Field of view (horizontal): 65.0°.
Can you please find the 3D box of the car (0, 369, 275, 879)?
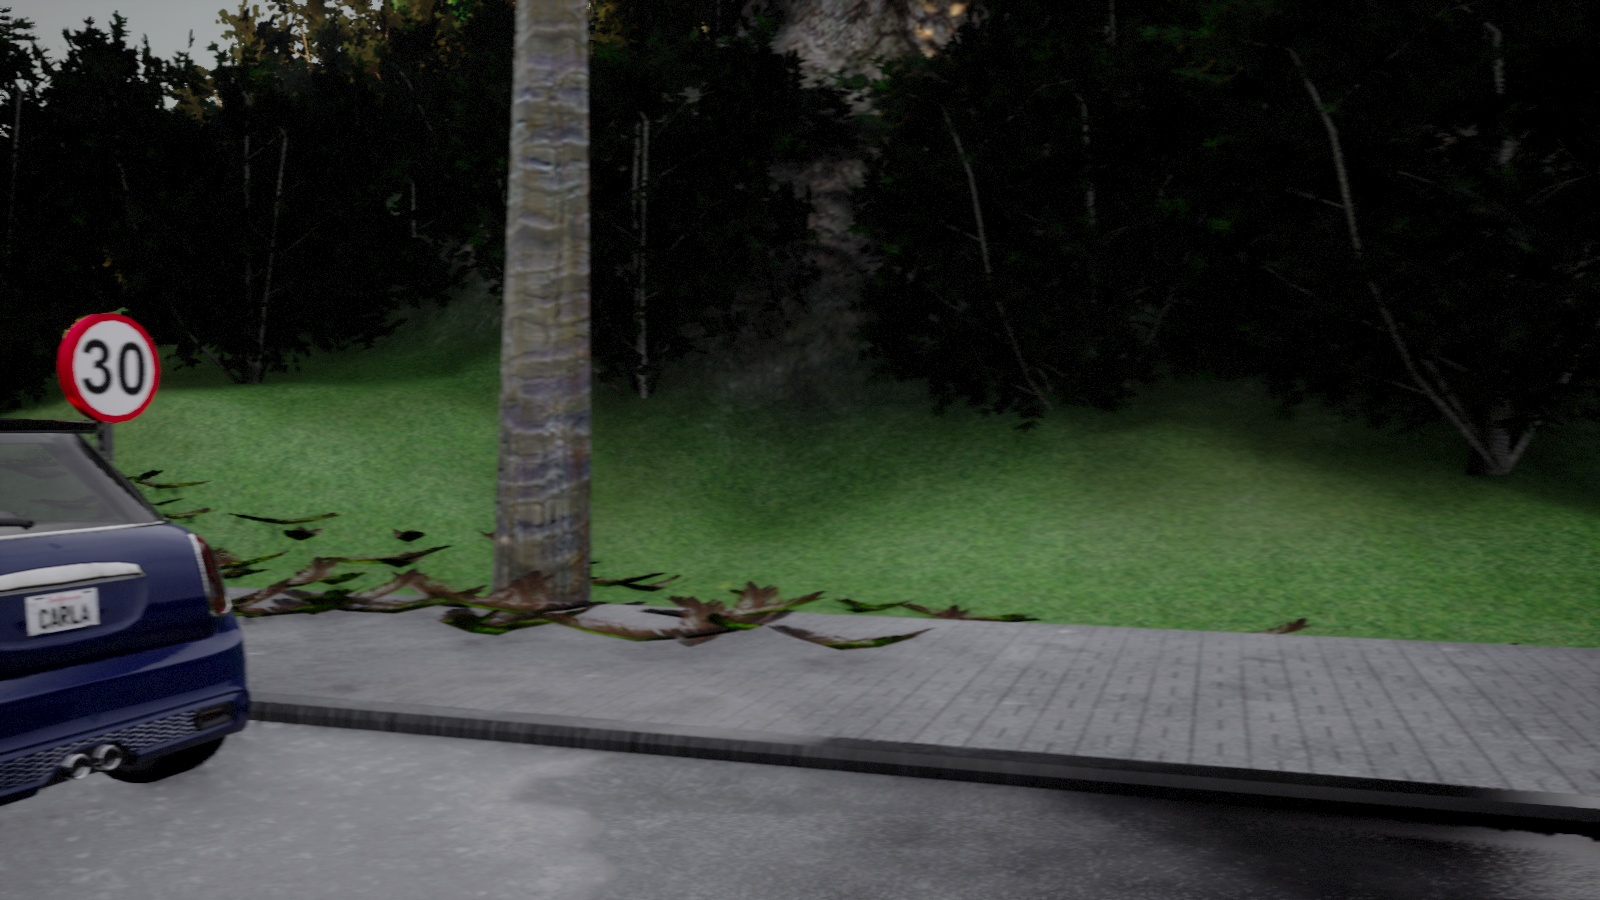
[{"bbox_3d":[-4.839,0.581,5.343,4.553,1.767,2.097,1,1,19],"label":"car"}]
